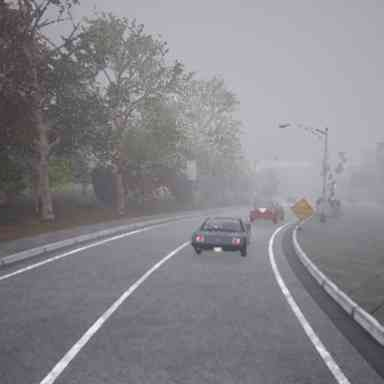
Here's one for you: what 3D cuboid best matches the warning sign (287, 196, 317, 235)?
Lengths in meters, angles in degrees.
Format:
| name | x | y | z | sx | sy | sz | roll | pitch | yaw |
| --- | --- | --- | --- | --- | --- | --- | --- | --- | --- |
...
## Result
| name | x | y | z | sx | sy | sz | roll | pitch | yaw |
| --- | --- | --- | --- | --- | --- | --- | --- | --- | --- |
| warning sign | 6.173 | 1.278 | 18.718 | 1.300 | 1.860 | 1.060 | 8 | 8 | 18 |

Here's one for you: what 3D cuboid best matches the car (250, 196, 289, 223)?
| name | x | y | z | sx | sy | sz | roll | pitch | yaw |
| --- | --- | --- | --- | --- | --- | --- | --- | --- | --- |
| car | 6.196 | 1.467 | 27.010 | 2.097 | 1.767 | 4.553 | 3 | 1 | 24 |

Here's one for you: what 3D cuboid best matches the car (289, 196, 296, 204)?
| name | x | y | z | sx | sy | sz | roll | pitch | yaw |
| --- | --- | --- | --- | --- | --- | --- | --- | --- | --- |
| car | 21.782 | 1.725 | 72.742 | 2.128 | 1.511 | 4.902 | 2 | 0 | 18 |

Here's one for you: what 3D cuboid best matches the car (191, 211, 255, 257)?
| name | x | y | z | sx | sy | sz | roll | pitch | yaw |
| --- | --- | --- | --- | --- | --- | --- | --- | --- | --- |
| car | 1.347 | 1.630 | 13.217 | 1.895 | 1.301 | 4.718 | 1 | 0 | 12 |
